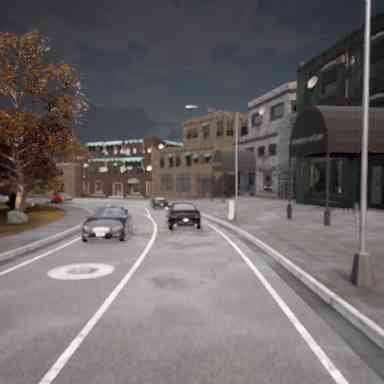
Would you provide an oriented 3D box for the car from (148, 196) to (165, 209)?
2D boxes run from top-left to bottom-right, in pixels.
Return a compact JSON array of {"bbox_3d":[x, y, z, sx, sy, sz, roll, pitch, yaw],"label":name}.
[{"bbox_3d":[-3.917,1.206,39.096,1.812,1.442,4.674,-1,1,-14],"label":"car"}]

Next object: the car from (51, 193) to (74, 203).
[{"bbox_3d":[-21.026,0.878,53.849,4.553,1.767,2.097,1,2,44],"label":"car"}]

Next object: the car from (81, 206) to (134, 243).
[{"bbox_3d":[-3.899,1.443,15.952,2.128,1.511,4.902,0,0,-4],"label":"car"}]

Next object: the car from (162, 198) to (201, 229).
[{"bbox_3d":[-0.649,1.388,20.922,1.882,1.535,5.008,0,1,-7],"label":"car"}]
